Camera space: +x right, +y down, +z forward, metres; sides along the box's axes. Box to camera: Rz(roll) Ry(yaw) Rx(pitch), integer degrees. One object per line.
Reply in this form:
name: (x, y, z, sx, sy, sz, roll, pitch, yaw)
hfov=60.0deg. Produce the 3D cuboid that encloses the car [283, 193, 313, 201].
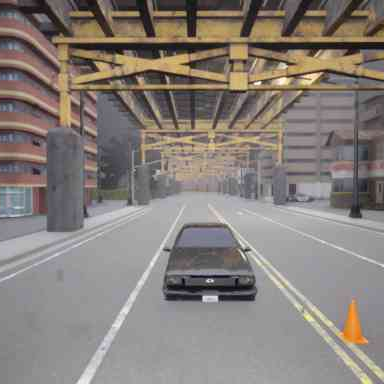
car: (17.529, 0.848, 54.808, 4.536, 1.218, 1.853, 0, 1, -20)

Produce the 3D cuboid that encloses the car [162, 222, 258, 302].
car: (0.364, 1.533, 8.684, 2.033, 1.411, 5.357, 0, 0, 1)

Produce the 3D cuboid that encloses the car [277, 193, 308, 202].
car: (17.829, 0.959, 58.949, 4.974, 1.542, 2.038, 0, 1, 25)

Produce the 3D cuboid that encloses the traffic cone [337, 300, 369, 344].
traffic cone: (2.455, 1.949, 5.076, 0.340, 0.580, 0.340, 0, 0, 0)

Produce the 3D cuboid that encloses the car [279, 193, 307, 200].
car: (17.876, 0.801, 58.925, 4.536, 1.218, 1.853, 0, 1, 25)

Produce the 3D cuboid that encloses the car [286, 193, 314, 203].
car: (17.480, 1.006, 54.792, 4.974, 1.542, 2.038, 0, 1, -20)
